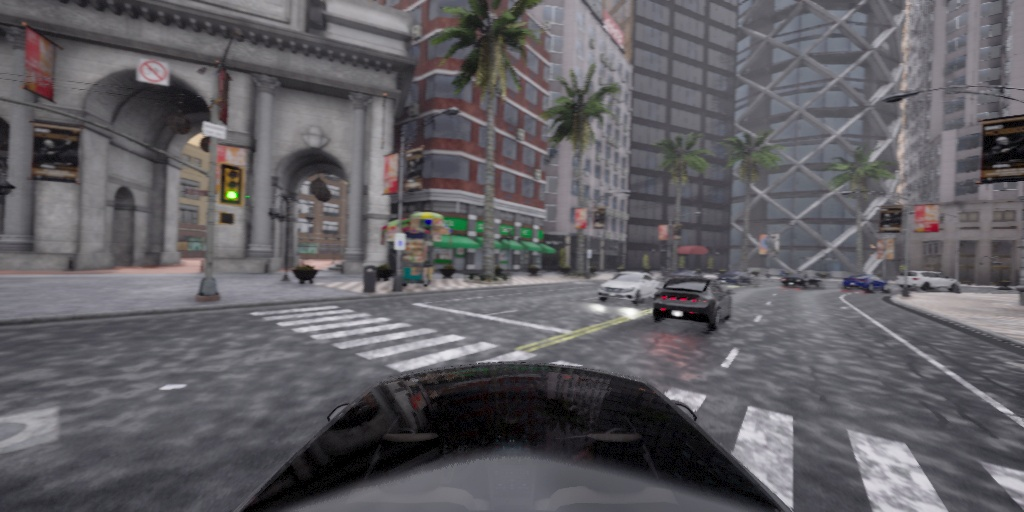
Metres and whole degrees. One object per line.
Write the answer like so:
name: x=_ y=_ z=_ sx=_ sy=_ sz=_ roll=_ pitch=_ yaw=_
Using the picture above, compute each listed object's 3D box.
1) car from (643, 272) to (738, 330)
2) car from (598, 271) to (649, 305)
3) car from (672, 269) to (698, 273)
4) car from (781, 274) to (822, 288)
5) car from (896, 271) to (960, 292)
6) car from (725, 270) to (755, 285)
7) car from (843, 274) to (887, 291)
car: x=6.360 y=1.499 z=12.462 sx=1.837 sy=1.490 sz=4.892 roll=2 pitch=0 yaw=38
car: x=5.982 y=1.508 z=17.972 sx=1.812 sy=1.442 sz=4.674 roll=2 pitch=0 yaw=39
car: x=12.536 y=1.725 z=26.105 sx=2.128 sy=1.511 sz=4.902 roll=2 pitch=0 yaw=39
car: x=29.472 y=2.476 z=36.452 sx=4.718 sy=1.301 sz=1.895 roll=2 pitch=0 yaw=-30
car: x=44.225 y=2.652 z=38.193 sx=5.566 sy=2.045 sz=2.150 roll=2 pitch=0 yaw=-6
car: x=22.687 y=2.167 z=36.334 sx=5.357 sy=1.411 sz=2.033 roll=2 pitch=0 yaw=-36
car: x=34.510 y=2.541 z=35.020 sx=5.008 sy=1.535 sz=1.882 roll=2 pitch=0 yaw=-25
